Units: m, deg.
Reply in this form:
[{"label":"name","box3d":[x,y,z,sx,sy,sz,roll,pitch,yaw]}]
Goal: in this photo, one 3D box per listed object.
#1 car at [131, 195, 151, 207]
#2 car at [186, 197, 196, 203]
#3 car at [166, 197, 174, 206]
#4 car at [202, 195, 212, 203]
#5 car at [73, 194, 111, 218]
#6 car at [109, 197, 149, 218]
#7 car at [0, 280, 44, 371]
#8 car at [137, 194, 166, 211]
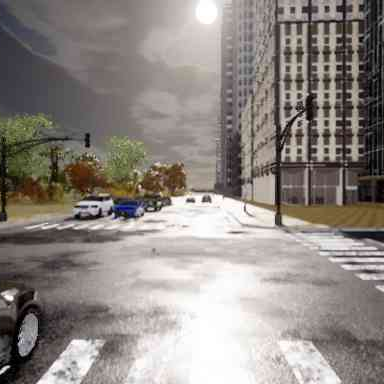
[{"label":"car","box3d":[-7.705,1.342,50.336,2.097,1.767,4.553,0,0,3]},{"label":"car","box3d":[-0.207,1.603,68.708,1.895,1.301,4.718,0,0,3]},{"label":"car","box3d":[-4.210,1.520,54.666,1.812,1.442,4.674,0,0,3]},{"label":"car","box3d":[3.061,1.363,69.010,2.097,1.767,4.553,0,0,3]},{"label":"car","box3d":[-8.759,1.207,30.163,2.150,2.045,5.566,0,0,3]},{"label":"car","box3d":[-5.512,1.466,29.840,1.882,1.535,5.008,0,0,4]},{"label":"car","box3d":[-3.074,1.503,2.923,1.837,1.490,4.892,0,0,1]},{"label":"car","box3d":[-4.970,1.211,40.470,2.150,2.045,5.566,0,0,4]}]
